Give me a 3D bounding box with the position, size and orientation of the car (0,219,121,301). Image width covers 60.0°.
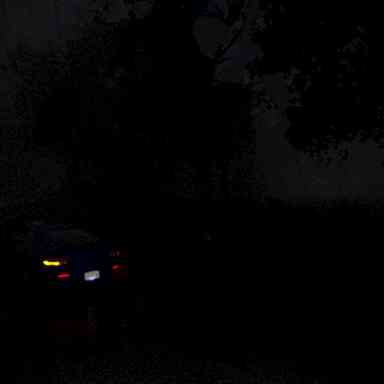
[{"bbox_3d":[-3.392,1.381,8.060,1.812,1.442,4.674,-1,1,-41],"label":"car"}]

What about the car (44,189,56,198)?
[{"bbox_3d":[-26.513,0.234,62.660,2.128,1.511,4.902,-1,2,-11],"label":"car"}]
